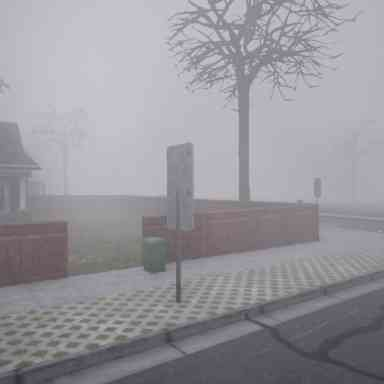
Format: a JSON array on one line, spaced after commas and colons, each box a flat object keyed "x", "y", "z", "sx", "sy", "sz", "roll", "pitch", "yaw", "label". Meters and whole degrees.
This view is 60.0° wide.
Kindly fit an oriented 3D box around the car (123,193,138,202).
[{"x": -9.665, "y": 0.846, "z": 50.747, "sx": 1.994, "sy": 1.385, "sz": 4.181, "roll": 0, "pitch": 1, "yaw": -35, "label": "car"}]

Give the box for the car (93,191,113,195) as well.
[{"x": -12.946, "y": 0.796, "z": 50.420, "sx": 1.812, "sy": 1.442, "sz": 4.674, "roll": 0, "pitch": 1, "yaw": -36, "label": "car"}]

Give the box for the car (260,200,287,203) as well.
[{"x": 6.082, "y": 1.305, "z": 23.941, "sx": 1.812, "sy": 1.442, "sz": 4.674, "roll": 0, "pitch": 1, "yaw": -36, "label": "car"}]

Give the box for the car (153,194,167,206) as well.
[{"x": -2.687, "y": 1.024, "z": 36.075, "sx": 1.882, "sy": 1.535, "sz": 5.008, "roll": 0, "pitch": 1, "yaw": -36, "label": "car"}]
